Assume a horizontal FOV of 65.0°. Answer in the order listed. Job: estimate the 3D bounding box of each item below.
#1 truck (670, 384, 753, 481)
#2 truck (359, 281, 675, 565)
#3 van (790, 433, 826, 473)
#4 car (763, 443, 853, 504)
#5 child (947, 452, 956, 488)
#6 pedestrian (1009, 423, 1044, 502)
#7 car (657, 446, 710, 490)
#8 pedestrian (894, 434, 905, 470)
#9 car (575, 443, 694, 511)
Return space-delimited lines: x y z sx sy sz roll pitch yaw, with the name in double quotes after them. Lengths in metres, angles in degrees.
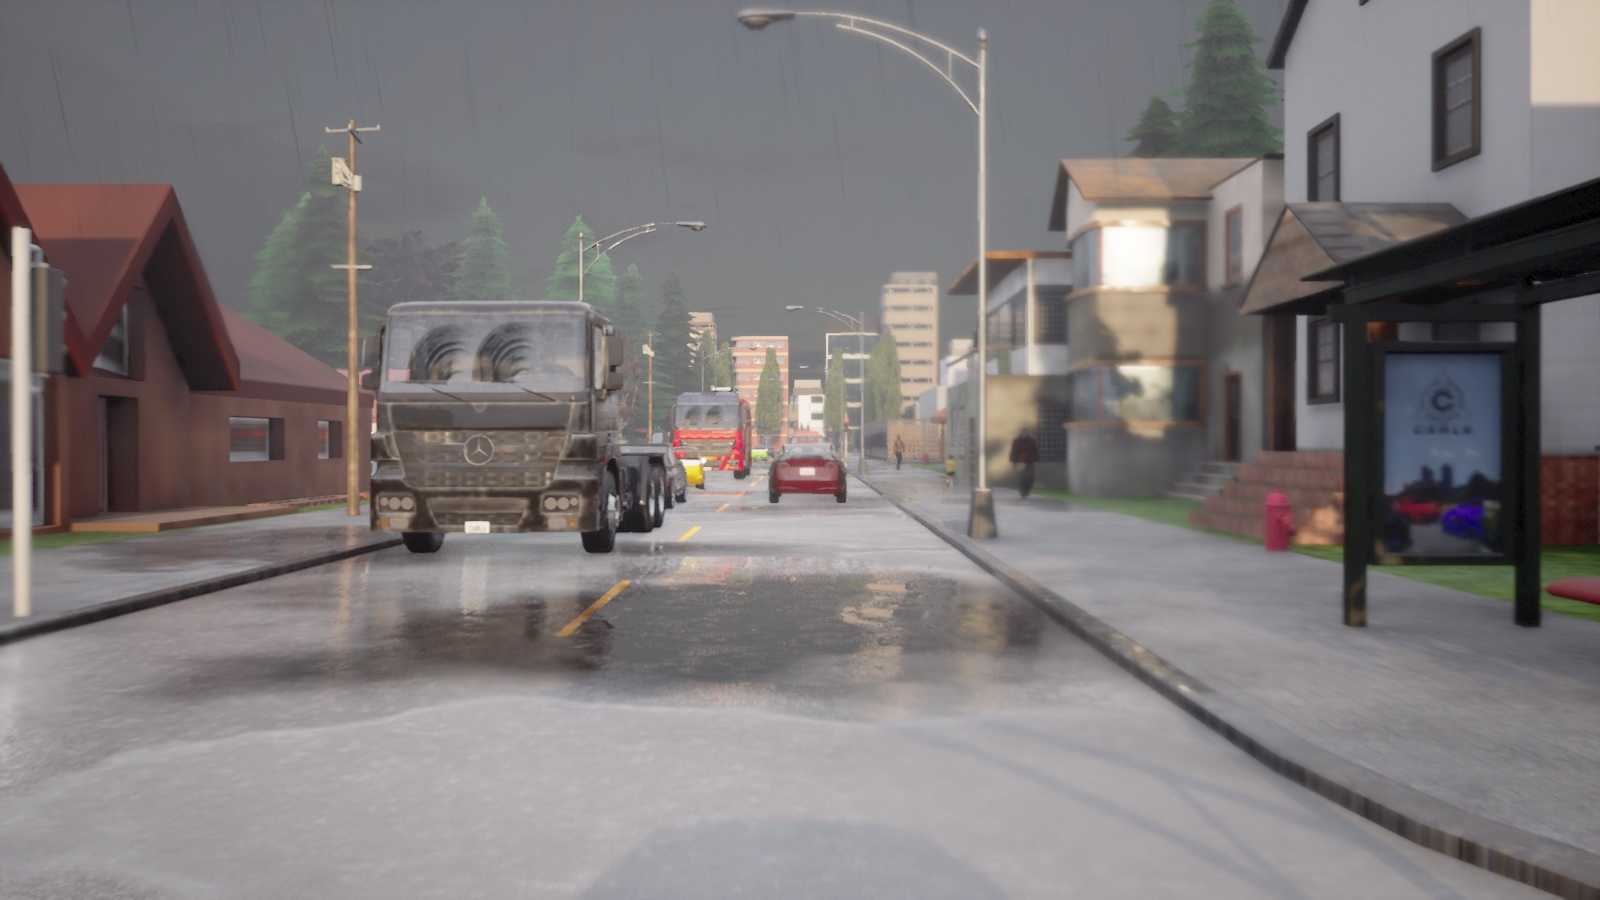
-3.670 -0.725 53.968 2.891 3.827 8.468 0 0 0 "truck"
-3.857 -0.347 19.317 2.891 3.462 7.936 0 0 1 "truck"
0.407 0.132 65.262 1.775 1.987 4.442 0 0 0 "van"
0.207 0.561 32.848 2.163 1.488 4.792 0 0 0 "car"
4.661 0.622 38.652 0.255 1.110 0.394 0 0 10 "child"
5.357 0.293 29.761 0.634 1.844 0.899 0 0 -2 "pedestrian"
-3.745 0.569 40.639 1.481 1.376 2.207 0 0 0 "car"
5.003 0.104 63.192 0.328 1.805 0.869 0 0 -8 "pedestrian"
-3.812 0.575 29.803 2.163 1.488 4.792 0 0 0 "car"
